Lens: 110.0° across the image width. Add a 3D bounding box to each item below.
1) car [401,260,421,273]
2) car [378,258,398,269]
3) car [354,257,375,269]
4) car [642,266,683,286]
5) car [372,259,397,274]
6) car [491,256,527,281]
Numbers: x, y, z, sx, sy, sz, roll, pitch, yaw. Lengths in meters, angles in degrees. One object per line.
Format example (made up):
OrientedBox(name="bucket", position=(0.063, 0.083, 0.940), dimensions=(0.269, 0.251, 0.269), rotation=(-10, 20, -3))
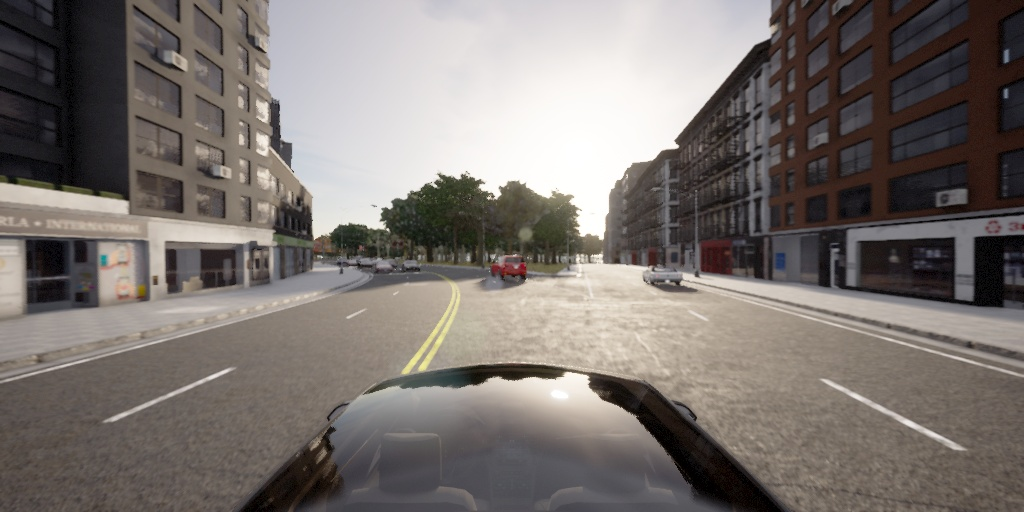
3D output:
OrientedBox(name="car", position=(-12.825, 1.299, 45.367), dimensions=(1.837, 1.490, 4.892), rotation=(-1, 0, -25))
OrientedBox(name="car", position=(-20.016, 1.316, 58.551), dimensions=(1.837, 1.490, 4.892), rotation=(-1, 2, -31))
OrientedBox(name="car", position=(-24.179, 1.334, 59.153), dimensions=(1.882, 1.535, 5.008), rotation=(-1, 1, -32))
OrientedBox(name="car", position=(10.430, 1.331, 25.240), dimensions=(1.895, 1.301, 4.718), rotation=(0, 0, 11))
OrientedBox(name="car", position=(-15.485, 1.371, 43.305), dimensions=(1.812, 1.442, 4.674), rotation=(-1, 0, -25))
OrientedBox(name="car", position=(-0.366, 1.000, 31.255), dimensions=(2.150, 2.045, 5.566), rotation=(0, 0, -15))
